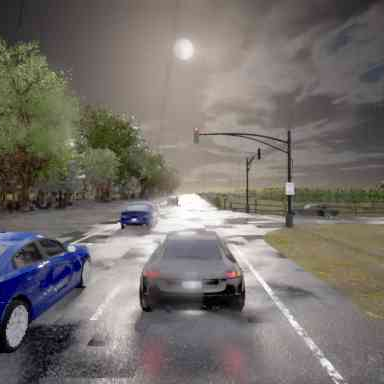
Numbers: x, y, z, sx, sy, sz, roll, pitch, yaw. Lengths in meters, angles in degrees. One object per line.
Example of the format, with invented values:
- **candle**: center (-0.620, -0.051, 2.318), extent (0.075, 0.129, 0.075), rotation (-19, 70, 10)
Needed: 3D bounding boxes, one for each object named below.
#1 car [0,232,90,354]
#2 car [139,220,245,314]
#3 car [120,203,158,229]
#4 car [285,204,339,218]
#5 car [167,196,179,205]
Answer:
- **car**: center (-3.391, 1.480, 6.135), extent (1.882, 1.535, 5.008), rotation (0, 0, 0)
- **car**: center (0.011, 1.566, 7.725), extent (1.994, 1.385, 4.181), rotation (0, 0, 0)
- **car**: center (-3.370, 1.483, 21.877), extent (1.882, 1.535, 5.008), rotation (0, 0, 0)
- **car**: center (11.236, 1.788, 31.512), extent (4.718, 1.301, 1.895), rotation (1, -1, 6)
- **car**: center (-3.321, 1.497, 58.716), extent (2.128, 1.511, 4.902), rotation (0, 0, 0)
